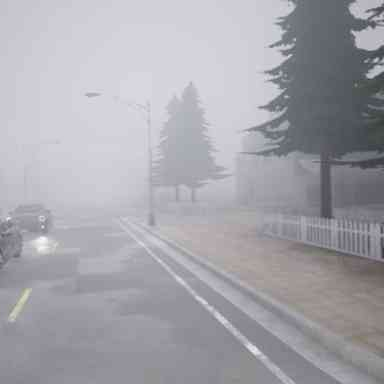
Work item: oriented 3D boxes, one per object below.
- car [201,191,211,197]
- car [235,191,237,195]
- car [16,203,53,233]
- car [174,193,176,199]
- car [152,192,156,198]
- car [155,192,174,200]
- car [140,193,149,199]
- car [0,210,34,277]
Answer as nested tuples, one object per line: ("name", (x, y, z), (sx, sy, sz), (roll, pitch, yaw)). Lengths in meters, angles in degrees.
("car", (3.567, 0.508, 86.870), (1.845, 1.501, 3.633), (-2, 0, -17))
("car", (13.134, 0.189, 89.739), (2.007, 1.523, 4.514), (-2, 0, -17))
("car", (-9.518, 1.465, 19.698), (2.097, 1.767, 4.553), (-2, 0, -18))
("car", (-4.696, 0.924, 72.863), (1.970, 1.475, 3.806), (-2, 0, -17))
("car", (-9.995, 0.875, 90.761), (2.152, 1.636, 5.027), (-2, 0, -17))
("car", (-5.384, 0.998, 64.896), (1.845, 1.501, 3.633), (-2, 0, -17))
("car", (-12.979, 0.978, 89.798), (2.007, 1.523, 4.514), (-2, 0, -17))
("car", (-6.546, 1.597, 10.249), (2.128, 1.511, 4.902), (-2, 1, -17))
